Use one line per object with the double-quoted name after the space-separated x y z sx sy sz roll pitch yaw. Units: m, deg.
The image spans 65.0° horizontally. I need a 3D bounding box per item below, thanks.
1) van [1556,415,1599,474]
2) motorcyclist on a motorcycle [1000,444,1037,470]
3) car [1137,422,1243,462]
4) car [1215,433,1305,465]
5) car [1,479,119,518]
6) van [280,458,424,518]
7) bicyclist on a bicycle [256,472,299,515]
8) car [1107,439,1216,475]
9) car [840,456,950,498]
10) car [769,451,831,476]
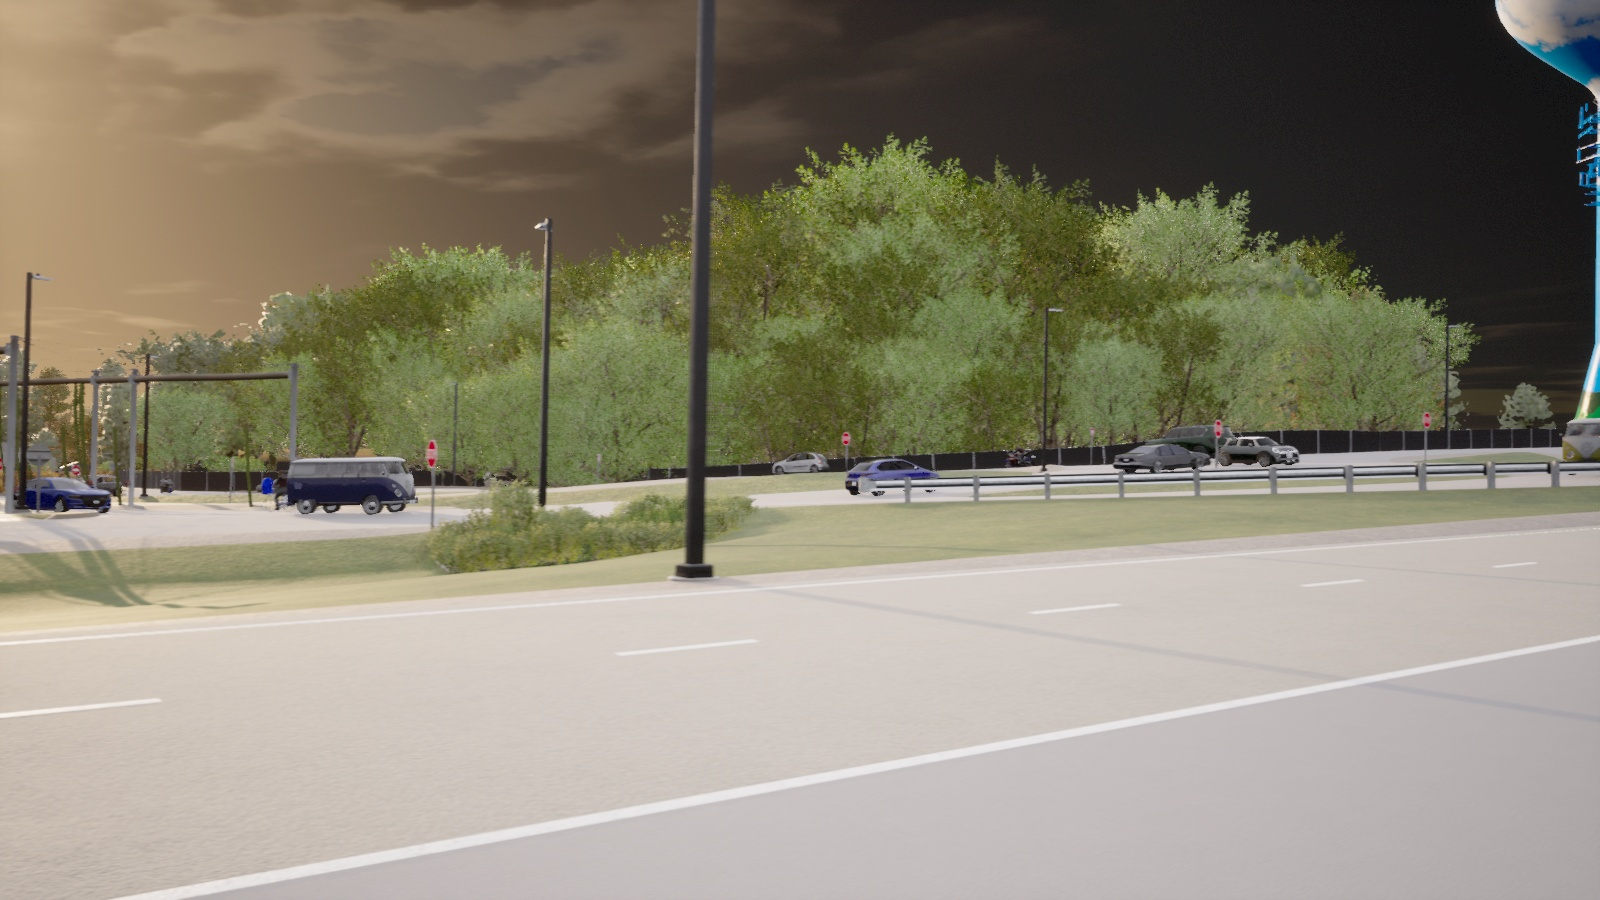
28.285 -0.250 44.148 4.442 1.987 1.775 -2 1 -43 "van"
13.923 0.445 80.150 2.191 1.530 0.866 -3 -3 42 "motorcyclist on a motorcycle"
22.183 -0.431 71.643 2.150 2.045 5.566 -2 -1 -33 "car"
22.905 -0.059 62.599 1.970 1.475 3.806 -3 1 -29 "car"
-30.090 1.979 51.056 5.008 1.535 1.882 -2 -2 30 "car"
-15.575 1.310 43.750 4.442 1.987 1.775 -1 0 13 "van"
-21.731 1.802 52.231 1.843 1.776 0.659 -1 -2 30 "bicyclist on a bicycle"
17.415 0.320 60.397 5.357 1.411 2.033 -4 2 -34 "car"
3.900 1.056 51.249 4.193 1.474 1.816 -3 1 -35 "car"
-0.028 0.986 90.127 3.988 1.617 1.851 -3 -2 21 "car"
